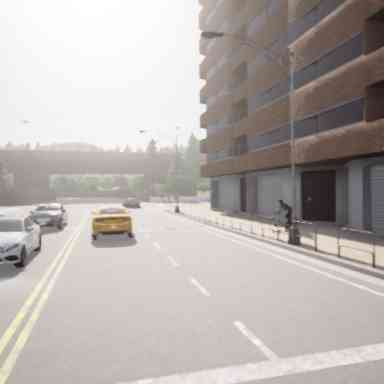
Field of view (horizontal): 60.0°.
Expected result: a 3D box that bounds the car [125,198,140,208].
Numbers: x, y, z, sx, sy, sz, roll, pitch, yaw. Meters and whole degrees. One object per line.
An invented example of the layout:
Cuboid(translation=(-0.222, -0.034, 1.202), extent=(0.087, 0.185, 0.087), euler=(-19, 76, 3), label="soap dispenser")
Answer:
Cuboid(translation=(-8.156, 1.448, 45.040), extent=(1.994, 1.385, 4.181), euler=(-1, 1, -15), label="car")

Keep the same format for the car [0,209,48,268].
Cuboid(translation=(-6.318, 1.552, 11.255), extent=(1.812, 1.442, 4.674), euler=(-1, 0, -15), label="car")

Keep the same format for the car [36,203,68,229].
Cuboid(translation=(-9.035, 1.506, 21.152), extent=(2.128, 1.511, 4.902), euler=(-1, 0, -15), label="car")

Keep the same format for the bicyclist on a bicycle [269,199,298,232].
Cuboid(translation=(4.599, 1.166, 16.664), extent=(1.656, 1.620, 0.582), euler=(-1, 0, -15), label="bicyclist on a bicycle")

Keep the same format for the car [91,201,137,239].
Cuboid(translation=(-4.213, 1.449, 17.470), extent=(1.882, 1.535, 5.008), euler=(-1, 0, -15), label="car")
